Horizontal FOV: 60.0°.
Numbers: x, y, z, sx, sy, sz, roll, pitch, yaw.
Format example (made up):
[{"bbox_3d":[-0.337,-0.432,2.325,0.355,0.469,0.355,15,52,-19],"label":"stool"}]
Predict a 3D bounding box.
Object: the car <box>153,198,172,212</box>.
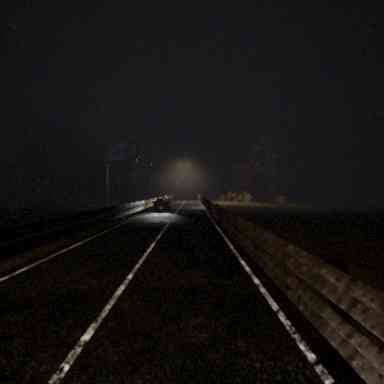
[{"bbox_3d":[-3.305,1.453,37.776,2.128,1.511,4.902,0,0,0],"label":"car"}]
